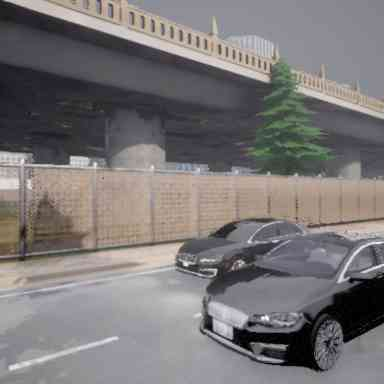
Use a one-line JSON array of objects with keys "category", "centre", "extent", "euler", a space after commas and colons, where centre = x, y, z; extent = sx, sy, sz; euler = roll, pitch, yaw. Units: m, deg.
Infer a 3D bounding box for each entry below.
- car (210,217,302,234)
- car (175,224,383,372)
[{"category": "car", "centre": [1.788, 1.540, 9.714], "extent": [4.892, 1.490, 1.837], "euler": [0, 0, -37]}, {"category": "car", "centre": [2.359, 1.507, 5.775], "extent": [4.902, 1.511, 2.128], "euler": [0, 0, -37]}]
